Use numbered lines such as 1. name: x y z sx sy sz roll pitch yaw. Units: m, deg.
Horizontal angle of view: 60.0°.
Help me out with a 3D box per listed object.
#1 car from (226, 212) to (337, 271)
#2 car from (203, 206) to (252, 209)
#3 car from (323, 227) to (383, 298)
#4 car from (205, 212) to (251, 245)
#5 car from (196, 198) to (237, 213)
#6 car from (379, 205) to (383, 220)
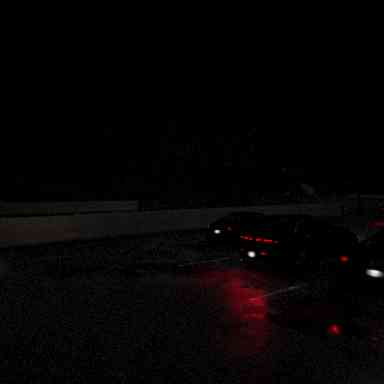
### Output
1. car: 3.607 1.506 10.949 4.892 1.490 1.837 0 0 -38
2. car: 3.282 1.492 29.027 4.902 1.511 2.128 0 0 -41
3. car: 5.168 1.564 7.738 4.181 1.385 1.994 0 0 -38
4. car: 2.582 1.564 14.588 4.181 1.385 1.994 0 0 -38
5. car: 2.890 1.506 38.090 4.892 1.490 1.837 1 0 -43
6. car: 16.648 1.504 26.774 4.892 1.490 1.837 0 0 -43
